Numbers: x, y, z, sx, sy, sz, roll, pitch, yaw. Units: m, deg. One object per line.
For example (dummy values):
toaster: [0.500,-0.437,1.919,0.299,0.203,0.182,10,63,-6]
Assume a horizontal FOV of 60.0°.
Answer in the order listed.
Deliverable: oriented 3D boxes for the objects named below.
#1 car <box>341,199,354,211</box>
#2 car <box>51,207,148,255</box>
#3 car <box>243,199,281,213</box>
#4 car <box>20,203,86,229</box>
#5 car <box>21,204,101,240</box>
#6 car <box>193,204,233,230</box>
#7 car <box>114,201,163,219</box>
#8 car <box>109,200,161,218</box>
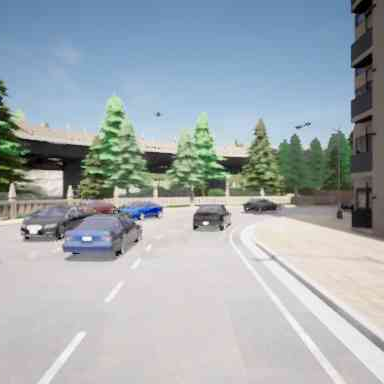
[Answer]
car: [19.805,1.526,38.881,4.902,1.511,2.128,0,0,-16]
car: [-3.313,1.560,13.265,2.033,1.411,5.357,0,0,2]
car: [7.796,1.539,36.786,4.892,1.490,1.837,0,0,-38]
car: [-9.346,1.547,22.837,1.812,1.442,4.674,0,0,12]
car: [-6.798,1.508,17.224,2.128,1.511,4.902,0,0,6]
car: [1.405,1.525,21.257,1.837,1.490,4.892,-1,0,15]
car: [-4.085,1.503,27.351,1.882,1.535,5.008,0,0,21]
car: [-5.401,1.578,32.428,2.033,1.411,5.357,0,0,30]
